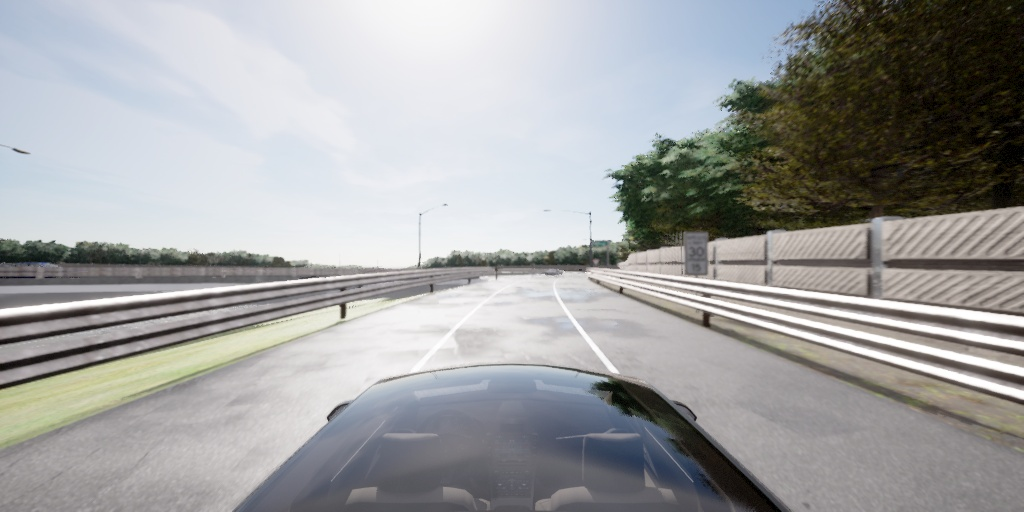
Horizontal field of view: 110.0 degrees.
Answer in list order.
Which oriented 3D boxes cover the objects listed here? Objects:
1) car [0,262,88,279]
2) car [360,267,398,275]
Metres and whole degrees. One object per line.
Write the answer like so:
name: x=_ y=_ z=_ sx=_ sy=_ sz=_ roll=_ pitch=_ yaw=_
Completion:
car: x=-36.909 y=1.248 z=28.096 sx=5.008 sy=1.535 sz=1.882 roll=1 pitch=-2 yaw=-24
car: x=-15.306 y=1.998 z=41.966 sx=4.674 sy=1.442 sz=1.812 roll=2 pitch=-3 yaw=-39
